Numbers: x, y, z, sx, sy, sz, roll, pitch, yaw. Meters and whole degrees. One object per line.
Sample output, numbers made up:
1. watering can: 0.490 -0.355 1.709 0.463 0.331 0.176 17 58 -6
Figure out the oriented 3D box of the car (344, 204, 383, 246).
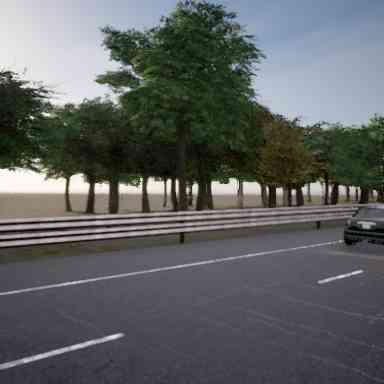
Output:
1. car: 8.475 1.358 14.090 4.553 1.767 2.097 0 0 -36
